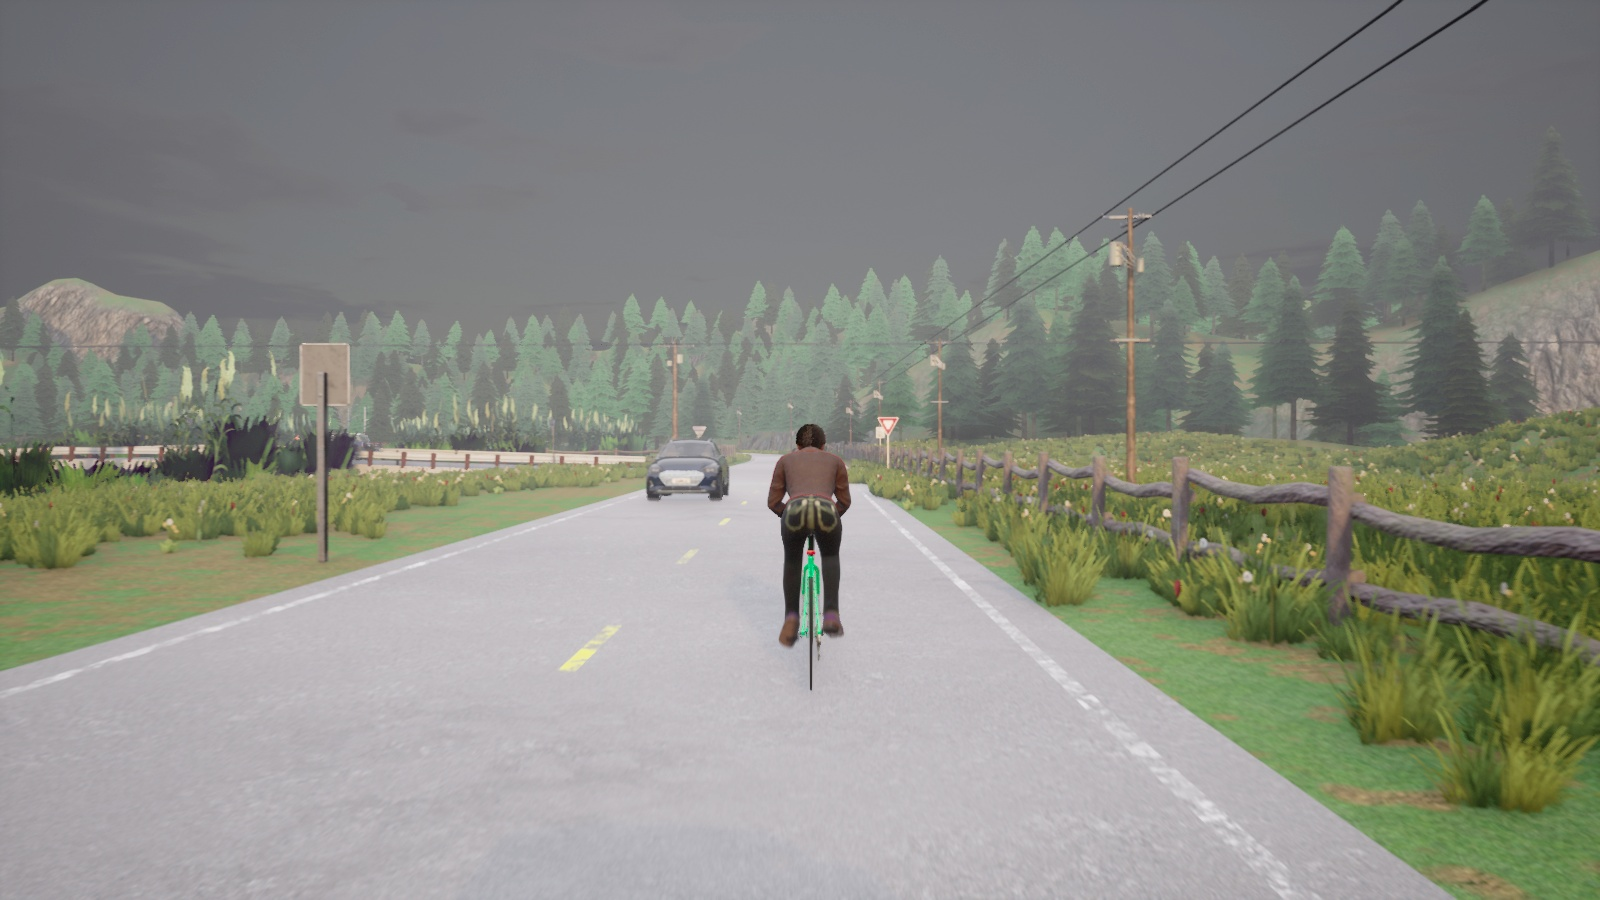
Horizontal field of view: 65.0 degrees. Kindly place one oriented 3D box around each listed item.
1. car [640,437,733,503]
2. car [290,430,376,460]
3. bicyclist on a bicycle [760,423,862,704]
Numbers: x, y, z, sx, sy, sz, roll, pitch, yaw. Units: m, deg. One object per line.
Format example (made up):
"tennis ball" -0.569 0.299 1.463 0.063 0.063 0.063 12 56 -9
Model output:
"car" -2.965 0.484 33.700 2.033 1.649 4.856 0 0 0
"car" -24.854 -0.284 66.953 3.806 1.475 1.970 2 0 3
"bicyclist on a bicycle" 0.068 0.654 8.052 0.582 1.620 1.656 0 0 0
